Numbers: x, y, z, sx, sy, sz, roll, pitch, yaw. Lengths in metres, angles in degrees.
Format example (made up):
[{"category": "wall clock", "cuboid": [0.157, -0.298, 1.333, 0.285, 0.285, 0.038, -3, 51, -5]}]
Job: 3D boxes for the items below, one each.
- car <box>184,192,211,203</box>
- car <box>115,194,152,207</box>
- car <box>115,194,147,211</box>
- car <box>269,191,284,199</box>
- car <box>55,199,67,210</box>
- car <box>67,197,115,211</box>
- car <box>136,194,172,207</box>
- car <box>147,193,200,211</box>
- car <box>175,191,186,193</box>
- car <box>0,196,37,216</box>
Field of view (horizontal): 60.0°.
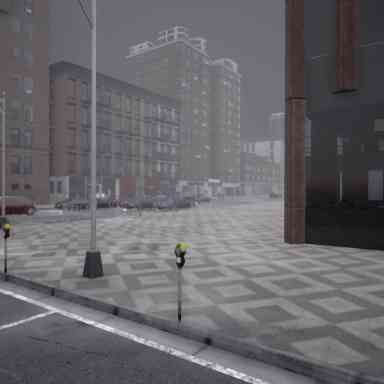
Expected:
[{"category": "car", "cuboid": [1.128, 0.952, 49.808, 1.994, 1.385, 4.181, 0, 1, 36]}, {"category": "car", "cuboid": [-7.562, 1.015, 43.341, 1.837, 1.490, 4.892, 0, 1, 36]}, {"category": "car", "cuboid": [-5.138, 1.163, 35.248, 2.033, 1.411, 5.357, 0, 1, 36]}, {"category": "car", "cuboid": [16.952, 0.614, 65.980, 1.837, 1.490, 4.892, 0, 0, 36]}, {"category": "car", "cuboid": [-12.724, 1.196, 36.199, 1.994, 1.385, 4.181, 0, 1, 34]}, {"category": "car", "cuboid": [-10.001, 1.248, 34.388, 1.895, 1.301, 4.718, 0, 1, 36]}, {"category": "car", "cuboid": [-4.695, 1.047, 41.765, 1.812, 1.442, 4.674, 0, 1, 36]}, {"category": "car", "cuboid": [-1.777, 1.162, 34.351, 2.033, 1.411, 5.357, 0, 1, 36]}, {"category": "car", "cuboid": [-1.870, 0.731, 51.219, 2.097, 1.767, 4.553, 0, 1, 36]}, {"category": "car", "cuboid": [-15.246, 1.125, 27.090, 2.097, 1.767, 4.553, 0, 1, 36]}]
